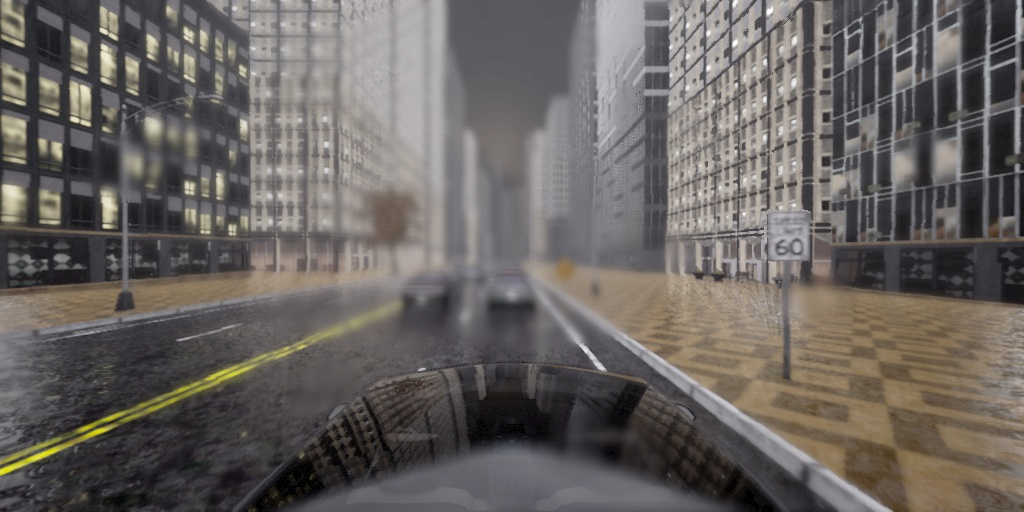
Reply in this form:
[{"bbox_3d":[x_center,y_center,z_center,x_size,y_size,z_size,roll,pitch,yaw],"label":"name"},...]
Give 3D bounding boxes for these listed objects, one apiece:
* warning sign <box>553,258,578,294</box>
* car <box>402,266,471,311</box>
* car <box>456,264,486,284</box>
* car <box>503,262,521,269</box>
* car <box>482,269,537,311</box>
[{"bbox_3d":[2.848,1.035,19.297,1.300,1.860,1.060,0,0,0],"label":"warning sign"},{"bbox_3d":[-3.228,1.374,15.353,2.128,1.511,4.902,0,0,1],"label":"car"},{"bbox_3d":[-3.223,1.591,30.359,1.994,1.385,4.181,0,0,0],"label":"car"},{"bbox_3d":[0.021,1.519,30.353,2.128,1.511,4.902,0,0,1],"label":"car"},{"bbox_3d":[0.022,1.445,15.269,1.994,1.385,4.181,0,0,1],"label":"car"}]
